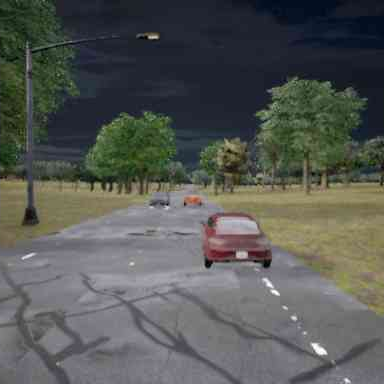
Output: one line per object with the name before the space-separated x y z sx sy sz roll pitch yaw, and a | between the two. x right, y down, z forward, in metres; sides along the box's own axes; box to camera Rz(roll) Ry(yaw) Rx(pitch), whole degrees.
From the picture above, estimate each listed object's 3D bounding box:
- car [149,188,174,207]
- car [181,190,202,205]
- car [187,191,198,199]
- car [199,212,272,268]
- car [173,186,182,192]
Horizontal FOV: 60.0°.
car | -3.563 0.691 37.833 2.097 1.767 4.553 0 1 0
car | 0.086 0.640 40.730 2.097 1.767 4.553 0 1 0
car | 0.081 0.505 58.918 1.812 1.442 4.674 0 1 0
car | 1.228 1.341 10.480 1.812 1.442 4.674 0 1 0
car | -3.474 -0.498 78.221 2.150 2.045 5.566 0 1 0
